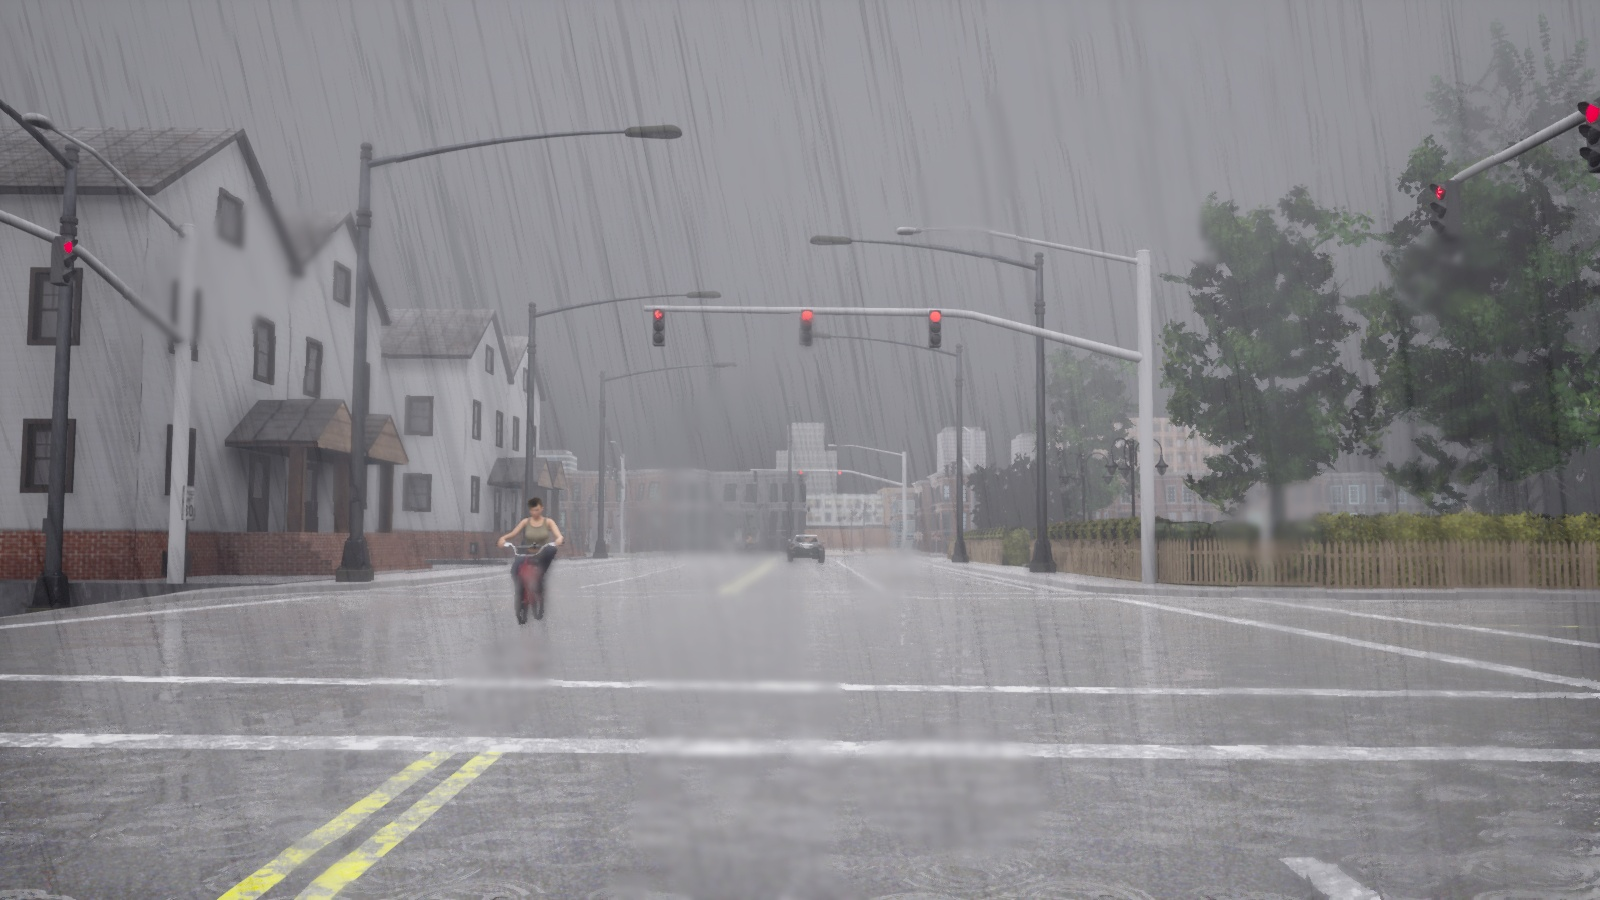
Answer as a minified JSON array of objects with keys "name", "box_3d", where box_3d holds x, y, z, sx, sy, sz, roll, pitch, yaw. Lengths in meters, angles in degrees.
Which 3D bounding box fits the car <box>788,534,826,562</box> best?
[{"name":"car","box_3d":[0.374,5.232,67.110,1.970,1.475,3.806,0,-4,1]}]

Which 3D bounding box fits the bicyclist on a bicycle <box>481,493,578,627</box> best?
[{"name":"bicyclist on a bicycle","box_3d":[-3.397,1.386,15.917,0.866,1.612,1.509,0,-5,0]}]
